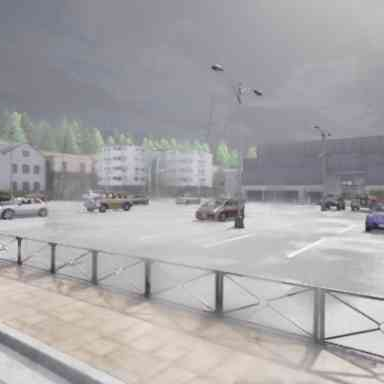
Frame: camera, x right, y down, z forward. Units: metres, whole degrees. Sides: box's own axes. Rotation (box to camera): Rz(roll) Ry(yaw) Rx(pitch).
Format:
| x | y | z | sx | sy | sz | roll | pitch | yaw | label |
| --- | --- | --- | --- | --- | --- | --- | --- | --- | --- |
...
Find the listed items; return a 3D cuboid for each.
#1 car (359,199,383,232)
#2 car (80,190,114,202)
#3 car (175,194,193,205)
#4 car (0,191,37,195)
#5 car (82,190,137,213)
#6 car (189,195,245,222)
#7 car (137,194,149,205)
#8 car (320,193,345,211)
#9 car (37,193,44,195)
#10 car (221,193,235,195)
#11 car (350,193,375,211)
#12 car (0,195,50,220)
| x | y | z | sx | sy | sz | roll | pitch | yaw | label |
| --- | --- | --- | --- | --- | --- | --- | --- | --- | --- |
| 10.221 | 1.306 | 17.513 | 1.845 | 1.501 | 3.633 | 1 | 0 | 35 | car |
| -16.334 | 0.673 | 57.597 | 2.150 | 2.045 | 5.566 | 1 | 0 | 35 | car |
| -0.555 | 1.021 | 46.892 | 1.970 | 1.475 | 3.806 | 1 | 0 | 35 | car |
| -14.915 | 0.867 | 26.515 | 1.905 | 1.878 | 3.866 | 1 | 0 | 35 | car |
| -7.697 | 0.912 | 31.055 | 1.932 | 1.855 | 4.605 | 1 | 0 | 35 | car |
| 2.076 | 1.208 | 23.302 | 2.007 | 1.523 | 4.514 | 1 | 0 | 35 | car |
| -7.609 | 1.059 | 43.238 | 2.007 | 1.523 | 4.514 | 1 | 0 | 35 | car |
| 15.339 | 1.013 | 36.093 | 1.905 | 1.878 | 3.866 | 1 | 0 | 35 | car |
| -24.707 | 0.902 | 51.835 | 1.882 | 1.535 | 5.008 | 1 | 0 | 35 | car |
| 4.878 | 0.992 | 43.461 | 2.152 | 1.636 | 5.027 | 1 | 0 | 35 | car |
| 17.952 | 1.056 | 34.757 | 1.932 | 1.855 | 4.605 | 1 | 0 | 35 | car |
| -12.550 | 1.176 | 24.102 | 1.970 | 1.475 | 3.806 | 1 | 0 | 35 | car |
